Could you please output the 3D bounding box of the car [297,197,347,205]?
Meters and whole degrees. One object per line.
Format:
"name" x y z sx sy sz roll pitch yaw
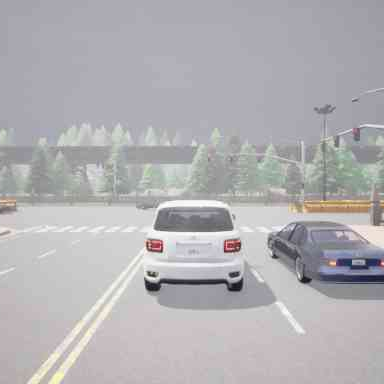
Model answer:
"car" 15.903 1.600 40.788 4.718 1.301 1.895 0 0 -1

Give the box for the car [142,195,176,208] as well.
"car" -4.706 1.352 47.938 4.553 1.767 2.097 0 0 0

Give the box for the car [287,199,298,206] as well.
"car" 16.178 1.491 47.837 4.902 1.511 2.128 0 0 0

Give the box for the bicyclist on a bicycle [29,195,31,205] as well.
"bicyclist on a bicycle" -27.050 1.300 55.834 0.582 1.620 1.656 0 0 0

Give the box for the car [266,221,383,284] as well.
"car" 3.570 1.547 9.597 2.033 1.411 5.357 0 0 0

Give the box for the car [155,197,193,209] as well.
"car" -2.324 1.477 44.429 5.008 1.535 1.882 0 0 0

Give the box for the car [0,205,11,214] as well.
"car" -21.487 1.547 33.824 5.357 1.411 2.033 0 0 0

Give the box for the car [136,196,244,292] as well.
"car" 0.061 1.221 9.106 2.150 2.045 5.566 0 0 1

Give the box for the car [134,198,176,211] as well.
"car" -4.464 1.491 40.939 4.902 1.511 2.128 0 0 0
